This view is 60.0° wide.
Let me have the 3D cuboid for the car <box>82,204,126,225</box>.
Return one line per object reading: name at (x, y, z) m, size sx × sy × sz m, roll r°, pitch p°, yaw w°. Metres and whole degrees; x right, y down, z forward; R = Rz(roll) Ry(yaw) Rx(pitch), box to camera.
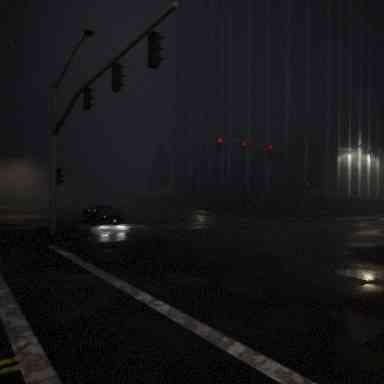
car at (-7.022, 1.669, 25.952) m, size 2.033 × 1.411 × 5.357 m, roll 1°, pitch -1°, yaw -35°
